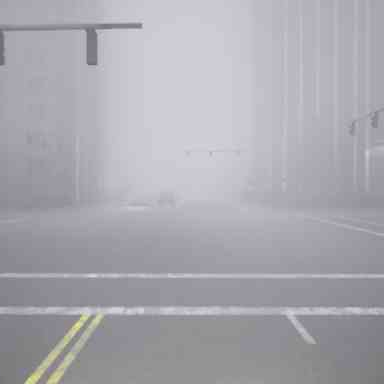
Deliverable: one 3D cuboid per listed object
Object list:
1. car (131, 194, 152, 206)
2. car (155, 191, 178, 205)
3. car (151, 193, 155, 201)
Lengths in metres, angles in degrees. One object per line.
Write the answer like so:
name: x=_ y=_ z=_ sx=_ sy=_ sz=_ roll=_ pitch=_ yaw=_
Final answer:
car: x=-7.084 y=1.225 z=45.706 sx=1.895 sy=1.301 sz=4.718 roll=0 pitch=0 yaw=0
car: x=-3.569 y=0.822 z=47.983 sx=2.150 sy=2.045 sz=5.566 roll=0 pitch=1 yaw=1
car: x=-7.034 y=1.000 z=61.355 sx=1.837 sy=1.490 sz=4.892 roll=0 pitch=1 yaw=0
